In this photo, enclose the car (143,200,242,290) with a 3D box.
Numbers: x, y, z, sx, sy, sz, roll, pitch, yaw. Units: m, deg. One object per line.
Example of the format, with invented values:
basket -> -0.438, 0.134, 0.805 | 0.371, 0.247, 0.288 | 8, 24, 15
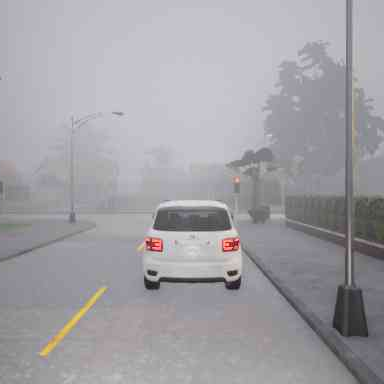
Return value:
car -> 0.026, 1.221, 9.227 | 2.150, 2.045, 5.566 | 0, 0, 0
